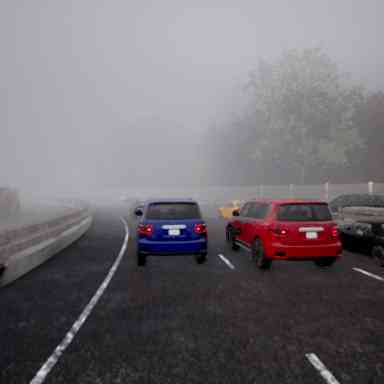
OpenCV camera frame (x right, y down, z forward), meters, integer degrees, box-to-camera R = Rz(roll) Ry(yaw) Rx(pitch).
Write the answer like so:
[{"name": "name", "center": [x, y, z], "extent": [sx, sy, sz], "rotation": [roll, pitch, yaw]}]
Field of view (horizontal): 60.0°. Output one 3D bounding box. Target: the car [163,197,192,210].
[{"name": "car", "center": [-2.010, 1.478, 44.500], "extent": [1.882, 1.535, 5.008], "rotation": [-1, 0, -30]}]

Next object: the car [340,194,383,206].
[{"name": "car", "center": [12.122, 1.171, 25.422], "extent": [2.150, 2.045, 5.566], "rotation": [-1, 0, -41]}]

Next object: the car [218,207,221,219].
[{"name": "car", "center": [3.573, 1.475, 26.284], "extent": [1.882, 1.535, 5.008], "rotation": [0, 0, -14]}]

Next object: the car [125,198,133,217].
[{"name": "car", "center": [-4.279, 1.518, 28.610], "extent": [2.128, 1.511, 4.902], "rotation": [0, 0, -16]}]

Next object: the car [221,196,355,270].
[{"name": "car", "center": [2.756, 1.216, 11.276], "extent": [2.150, 2.045, 5.566], "rotation": [0, 0, -7]}]

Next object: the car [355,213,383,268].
[{"name": "car", "center": [6.279, 1.583, 11.322], "extent": [1.895, 1.301, 4.718], "rotation": [0, 0, -7]}]

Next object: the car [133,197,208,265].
[{"name": "car", "center": [-0.851, 1.229, 12.010], "extent": [2.150, 2.045, 5.566], "rotation": [0, 0, -8]}]

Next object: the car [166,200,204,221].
[{"name": "car", "center": [-0.715, 1.506, 28.801], "extent": [2.128, 1.511, 4.902], "rotation": [0, 0, -16]}]

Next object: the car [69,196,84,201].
[{"name": "car", "center": [-28.211, 1.658, 81.129], "extent": [4.902, 1.511, 2.128], "rotation": [0, 0, 45]}]

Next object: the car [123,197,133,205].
[{"name": "car", "center": [-10.806, 1.563, 59.959], "extent": [1.812, 1.442, 4.674], "rotation": [0, 0, -33]}]
